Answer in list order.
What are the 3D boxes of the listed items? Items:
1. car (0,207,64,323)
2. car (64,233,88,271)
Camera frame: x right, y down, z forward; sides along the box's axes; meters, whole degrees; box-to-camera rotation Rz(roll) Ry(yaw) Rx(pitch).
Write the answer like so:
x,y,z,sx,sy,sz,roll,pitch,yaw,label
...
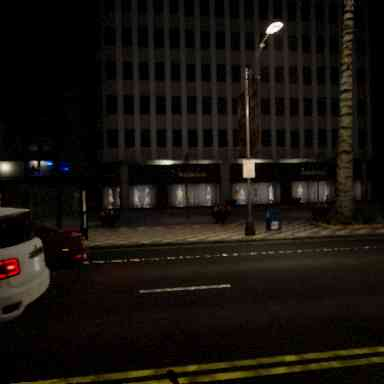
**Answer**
x,y,z,sx,sy,sz,roll,pitch,yaw,label
-5.234,1.319,5.170,5.566,2.045,2.150,-1,0,-8,car
-5.178,1.597,8.694,4.674,1.442,1.812,-1,0,-8,car
